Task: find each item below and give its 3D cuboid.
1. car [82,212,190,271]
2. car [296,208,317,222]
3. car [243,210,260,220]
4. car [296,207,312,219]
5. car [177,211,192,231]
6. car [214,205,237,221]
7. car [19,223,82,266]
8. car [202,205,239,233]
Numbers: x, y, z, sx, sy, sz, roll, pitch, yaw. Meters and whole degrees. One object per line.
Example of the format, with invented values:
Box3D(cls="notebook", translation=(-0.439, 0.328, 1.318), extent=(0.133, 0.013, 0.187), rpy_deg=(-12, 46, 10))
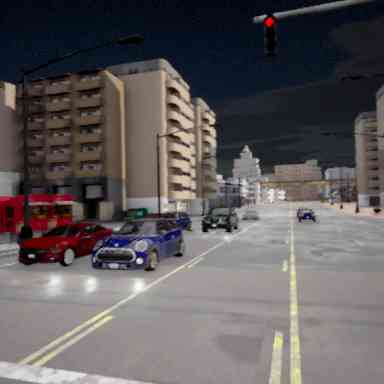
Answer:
Box3D(cls="car", translation=(-1.853, 1.829, 12.767), extent=(2.097, 1.767, 4.553), rpy_deg=(-2, -2, 17))
Box3D(cls="car", translation=(13.409, 2.707, 38.770), extent=(1.812, 1.442, 4.674), rpy_deg=(-2, -2, 17))
Box3D(cls="car", translation=(8.162, 3.192, 45.776), extent=(1.895, 1.301, 4.718), rpy_deg=(-2, -2, 17))
Box3D(cls="car", translation=(16.354, 3.017, 48.742), extent=(2.128, 1.511, 4.902), rpy_deg=(-2, -2, 17))
Box3D(cls="car", translation=(-1.536, 2.331, 25.997), extent=(2.097, 1.767, 4.553), rpy_deg=(-2, -2, 17))
Box3D(cls="car", translation=(4.769, 2.892, 46.687), extent=(2.150, 2.045, 5.566), rpy_deg=(-2, -3, 17))
Box3D(cls="car", translation=(-5.069, 2.079, 14.271), extent=(1.882, 1.535, 5.008), rpy_deg=(-2, -2, 15))
Box3D(cls="car", translation=(2.390, 2.150, 26.893), extent=(2.150, 2.045, 5.566), rpy_deg=(-2, -2, 16))
